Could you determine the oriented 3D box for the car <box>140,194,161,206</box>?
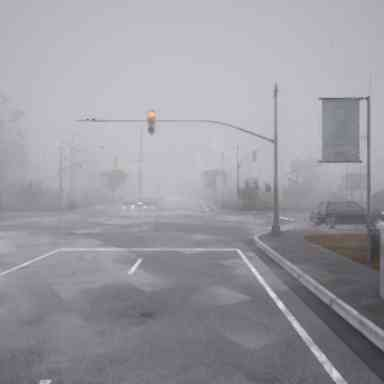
[{"bbox_3d":[-6.863,1.562,55.437,2.033,1.411,5.357,0,0,1],"label":"car"}]

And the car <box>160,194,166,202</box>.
[{"bbox_3d":[-6.746,1.240,71.464,2.097,1.767,4.553,0,1,0],"label":"car"}]

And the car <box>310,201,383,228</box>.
[{"bbox_3d":[10.279,1.359,21.935,4.553,1.767,2.097,0,0,-3],"label":"car"}]

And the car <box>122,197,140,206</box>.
[{"bbox_3d":[-10.364,1.540,55.593,1.812,1.442,4.674,0,0,1],"label":"car"}]

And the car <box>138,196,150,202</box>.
[{"bbox_3d":[-10.247,1.479,71.411,1.895,1.301,4.718,0,1,0],"label":"car"}]
